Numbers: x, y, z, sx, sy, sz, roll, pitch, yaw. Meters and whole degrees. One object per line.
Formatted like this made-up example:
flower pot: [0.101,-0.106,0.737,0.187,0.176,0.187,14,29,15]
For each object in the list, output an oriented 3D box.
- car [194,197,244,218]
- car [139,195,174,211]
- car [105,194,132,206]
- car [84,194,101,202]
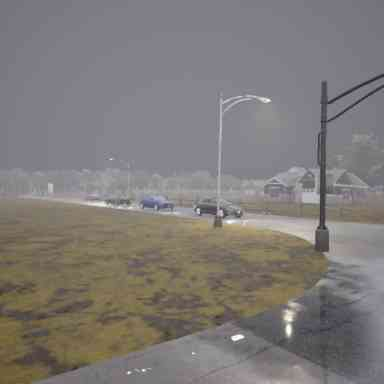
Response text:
car: [2.061,1.226,26.476,1.837,1.490,4.892,2,0,-35]
car: [-3.735,1.083,34.622,1.882,1.535,5.008,2,0,-36]
car: [-9.526,1.108,42.775,1.895,1.301,4.718,2,-1,-35]
car: [-18.193,1.006,61.145,2.033,1.411,5.357,2,-1,-35]
